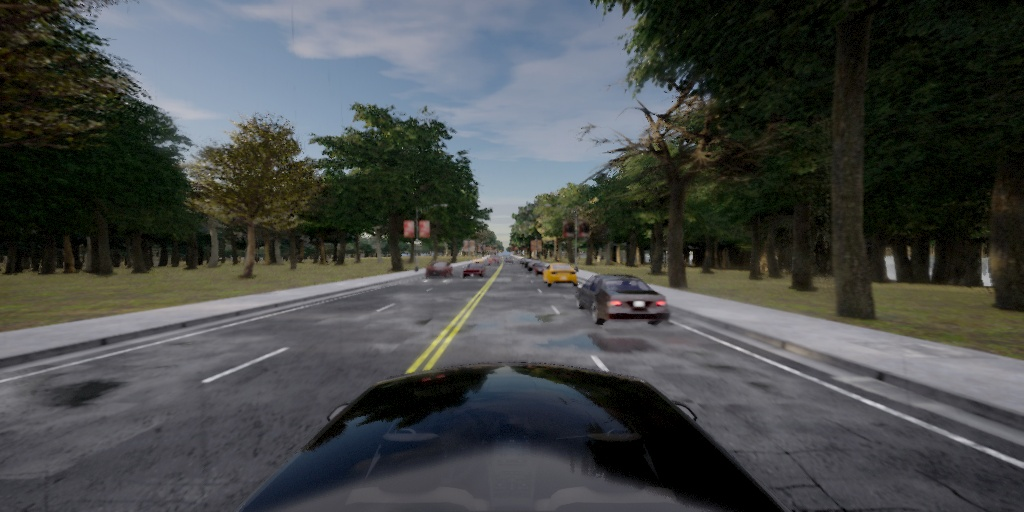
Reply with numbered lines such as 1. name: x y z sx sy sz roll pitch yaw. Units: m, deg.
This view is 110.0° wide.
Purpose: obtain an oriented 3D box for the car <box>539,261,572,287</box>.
1. car: 3.206 1.225 24.691 1.882 1.535 5.008 0 0 0

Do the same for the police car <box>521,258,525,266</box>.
1. police car: 2.960 1.125 57.833 1.930 1.638 5.238 0 0 -1

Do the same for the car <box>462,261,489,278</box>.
1. car: -3.435 1.346 33.162 1.895 1.301 4.718 0 0 0

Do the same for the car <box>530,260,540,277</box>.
1. car: 3.148 1.343 35.732 1.895 1.301 4.718 0 0 0

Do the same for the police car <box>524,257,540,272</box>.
1. police car: 3.067 1.231 46.714 2.038 1.542 4.974 0 0 0

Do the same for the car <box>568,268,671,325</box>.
1. car: 3.330 1.294 11.777 2.033 1.411 5.357 0 0 1

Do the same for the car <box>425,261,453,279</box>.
1. car: -6.683 1.223 33.341 1.882 1.535 5.008 0 0 0
